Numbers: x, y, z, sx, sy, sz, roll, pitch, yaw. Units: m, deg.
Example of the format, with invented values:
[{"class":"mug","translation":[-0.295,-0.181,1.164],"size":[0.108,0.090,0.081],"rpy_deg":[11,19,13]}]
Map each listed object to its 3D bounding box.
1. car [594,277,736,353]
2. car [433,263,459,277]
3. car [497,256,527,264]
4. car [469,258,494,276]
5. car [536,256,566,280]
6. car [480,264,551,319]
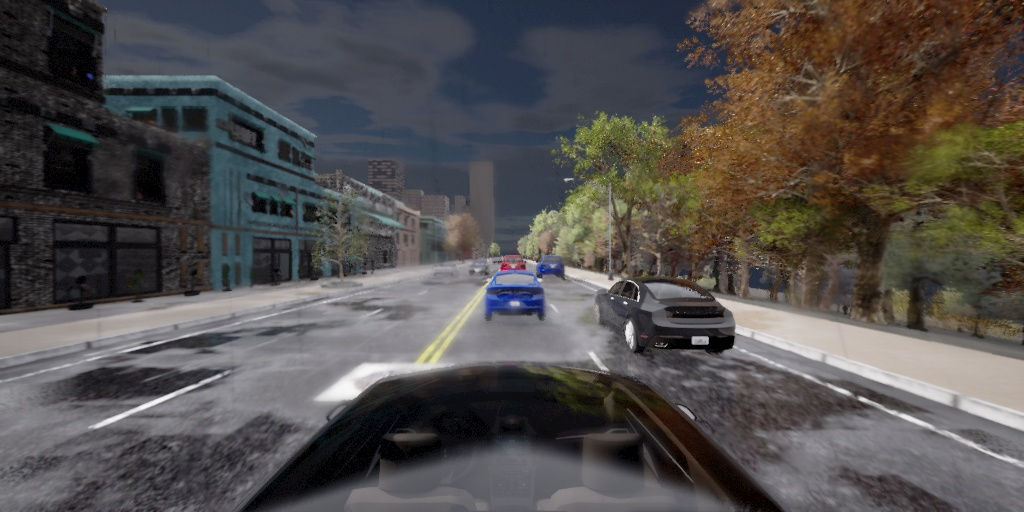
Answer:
[{"class":"car","translation":[3.352,1.257,8.803],"size":[1.837,1.490,4.892],"rpy_deg":[0,0,0]},{"class":"car","translation":[-6.590,1.362,36.196],"size":[1.895,1.301,4.718],"rpy_deg":[0,0,0]},{"class":"car","translation":[0.105,0.982,31.615],"size":[2.150,2.045,5.566],"rpy_deg":[0,0,0]},{"class":"car","translation":[-3.336,1.253,37.336],"size":[2.128,1.511,4.902],"rpy_deg":[0,0,0]},{"class":"car","translation":[3.355,0.982,31.676],"size":[2.150,2.045,5.566],"rpy_deg":[0,0,0]},{"class":"car","translation":[0.103,1.232,12.772],"size":[1.882,1.535,5.008],"rpy_deg":[0,0,0]}]
